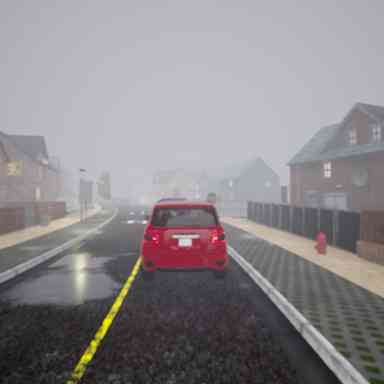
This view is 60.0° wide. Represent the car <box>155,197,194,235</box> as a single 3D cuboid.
[{"bbox_3d":[-1.143,1.340,20.960,2.150,2.045,5.566,0,0,-4],"label":"car"}]

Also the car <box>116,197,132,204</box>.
[{"bbox_3d":[-14.853,2.003,74.546,2.033,1.411,5.357,1,-1,-23],"label":"car"}]

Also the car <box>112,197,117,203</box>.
[{"bbox_3d":[-18.944,1.927,84.199,1.882,1.535,5.008,1,-1,-23],"label":"car"}]

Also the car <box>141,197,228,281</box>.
[{"bbox_3d":[-0.286,1.276,10.182,2.150,2.045,5.566,0,-1,-3],"label":"car"}]
